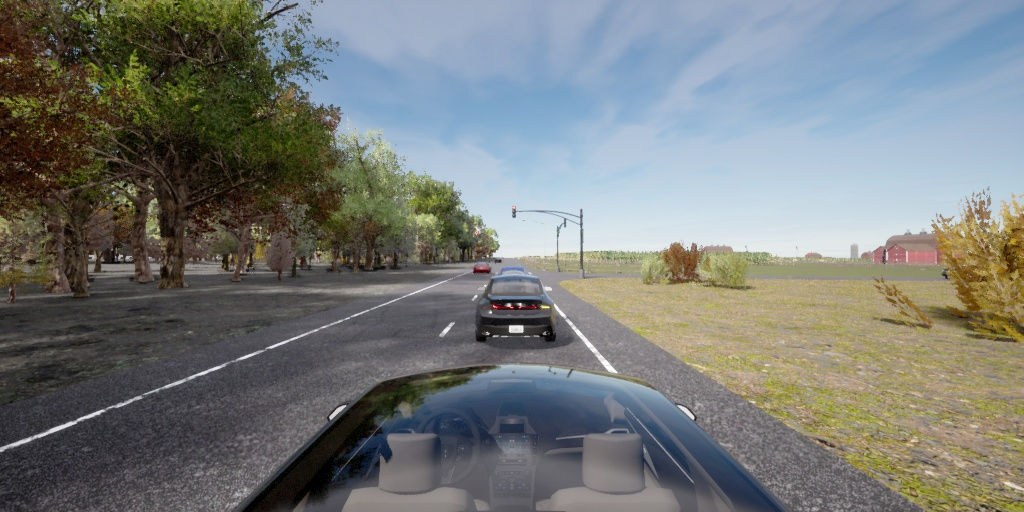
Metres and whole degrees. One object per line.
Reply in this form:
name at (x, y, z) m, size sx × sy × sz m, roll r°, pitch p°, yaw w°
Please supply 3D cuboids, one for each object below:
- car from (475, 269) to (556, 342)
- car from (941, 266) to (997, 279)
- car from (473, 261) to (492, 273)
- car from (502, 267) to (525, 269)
car at (0.081, 1.257, 9.793) m, size 1.837 × 1.490 × 4.892 m, roll 0°, pitch 0°, yaw 0°
car at (48.434, 1.768, 37.793) m, size 4.902 × 1.511 × 2.128 m, roll 1°, pitch -1°, yaw 0°
car at (-3.494, 1.320, 42.858) m, size 1.994 × 1.385 × 4.181 m, roll 0°, pitch 0°, yaw 0°
car at (0.076, 1.280, 19.042) m, size 1.812 × 1.442 × 4.674 m, roll 0°, pitch 0°, yaw 0°
